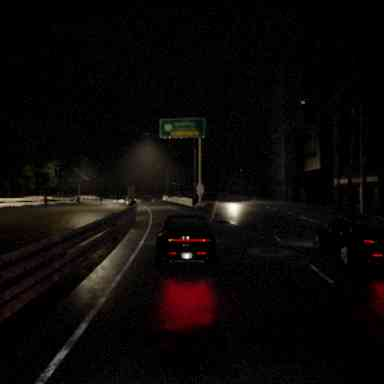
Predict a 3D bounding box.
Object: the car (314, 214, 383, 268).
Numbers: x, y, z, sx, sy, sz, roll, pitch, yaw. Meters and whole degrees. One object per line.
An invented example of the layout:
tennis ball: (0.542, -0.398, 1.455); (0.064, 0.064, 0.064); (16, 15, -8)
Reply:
car: (5.607, 1.523, 11.289); (1.837, 1.490, 4.892); (0, 0, 5)

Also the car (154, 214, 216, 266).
car: (-0.255, 1.532, 11.682); (1.837, 1.490, 4.892); (1, 0, -3)

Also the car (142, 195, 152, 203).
car: (-9.386, 1.365, 68.460); (1.882, 1.535, 5.008); (0, 0, -11)
